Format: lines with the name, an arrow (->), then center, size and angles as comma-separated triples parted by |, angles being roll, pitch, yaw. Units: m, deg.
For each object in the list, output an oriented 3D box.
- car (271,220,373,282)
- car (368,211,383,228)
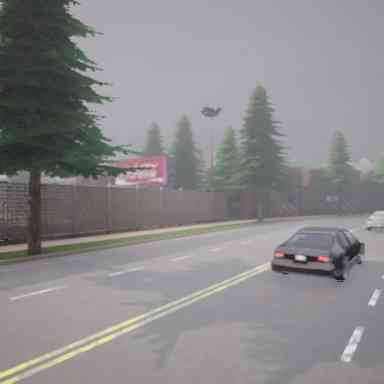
car -> 4.327, 1.847, 10.888 | 2.033, 1.411, 5.357 | -1, -2, 35
car -> 14.712, 2.188, 25.387 | 1.812, 1.442, 4.674 | -2, -2, 39
